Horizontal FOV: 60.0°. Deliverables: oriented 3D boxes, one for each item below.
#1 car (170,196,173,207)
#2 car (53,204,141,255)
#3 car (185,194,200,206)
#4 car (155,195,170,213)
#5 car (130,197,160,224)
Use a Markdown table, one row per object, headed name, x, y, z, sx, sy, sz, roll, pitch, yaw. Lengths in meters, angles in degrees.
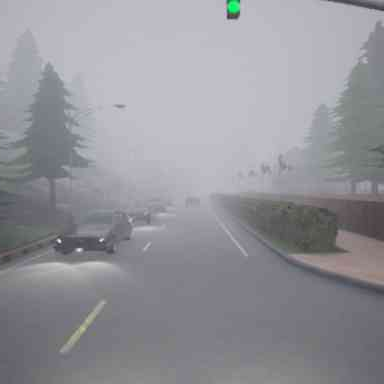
| name | x | y | z | sx | sy | sz | roll | pitch | yaw |
| --- | --- | --- | --- | --- | --- | --- | --- | --- | --- |
| car | -3.494 | 1.111 | 43.389 | 1.882 | 1.535 | 5.008 | -1 | 0 | 0 |
| car | -3.588 | 1.437 | 13.228 | 2.033 | 1.411 | 5.357 | -1 | 0 | 0 |
| car | 0.119 | 1.029 | 44.935 | 1.882 | 1.535 | 5.008 | -1 | 1 | 1 |
| car | -3.543 | 1.225 | 33.254 | 1.837 | 1.490 | 4.892 | -1 | 0 | 0 |
| car | -3.563 | 1.334 | 22.819 | 1.812 | 1.442 | 4.674 | -1 | 0 | 0 |
